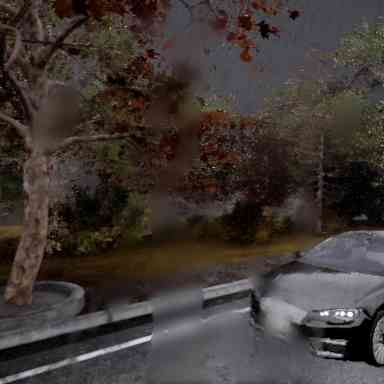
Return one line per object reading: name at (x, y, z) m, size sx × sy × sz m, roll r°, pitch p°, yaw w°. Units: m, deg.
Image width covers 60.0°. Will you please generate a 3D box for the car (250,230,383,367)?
car at (3.129, 1.482, 5.833) m, size 4.902 × 1.511 × 2.128 m, roll 0°, pitch 0°, yaw -36°
